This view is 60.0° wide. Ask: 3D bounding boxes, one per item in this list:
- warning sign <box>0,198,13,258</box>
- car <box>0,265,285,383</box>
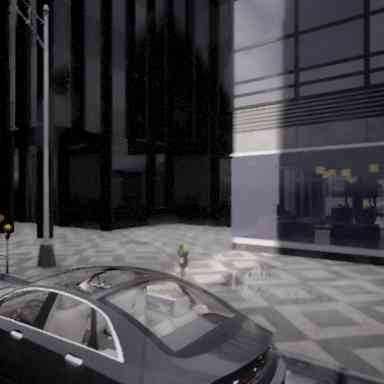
[{"bbox_3d":[-6.588,1.124,10.498,1.060,1.860,1.300,0,0,36],"label":"warning sign"},{"bbox_3d":[-1.197,1.553,3.820,4.403,1.369,2.008,0,0,36],"label":"car"}]
